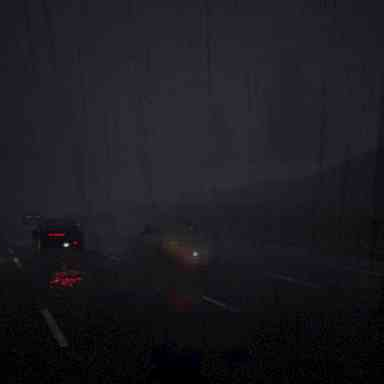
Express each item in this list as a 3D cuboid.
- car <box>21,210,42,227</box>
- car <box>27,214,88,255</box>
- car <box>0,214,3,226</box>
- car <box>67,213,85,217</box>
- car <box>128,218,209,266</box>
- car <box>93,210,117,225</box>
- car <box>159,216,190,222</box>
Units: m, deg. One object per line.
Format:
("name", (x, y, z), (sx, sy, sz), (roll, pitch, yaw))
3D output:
("car", (-14.720, 2.423, 30.814), (2.128, 1.511, 4.902), (2, -2, -26))
("car", (-6.539, 2.015, 15.984), (1.837, 1.490, 4.892), (2, -3, -32))
("car", (-17.694, 2.295, 28.939), (2.128, 1.511, 4.902), (2, -2, -26))
("car", (-11.073, 2.617, 31.230), (1.895, 1.301, 4.718), (2, -2, -26))
("car", (-1.078, 2.054, 13.829), (1.812, 1.442, 4.674), (2, -2, -32))
("car", (-9.429, 2.708, 35.962), (1.882, 1.535, 5.008), (2, -2, -25))
("car", (-1.506, 2.310, 21.165), (1.837, 1.490, 4.892), (2, -3, -31))
